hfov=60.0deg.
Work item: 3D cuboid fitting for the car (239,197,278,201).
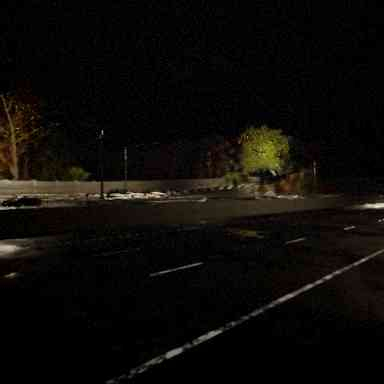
[{"bbox_3d":[8.479,1.524,42.086,1.895,1.301,4.718,0,0,43],"label":"car"}]

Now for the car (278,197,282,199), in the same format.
[{"bbox_3d":[14.638,1.516,58.787,1.895,1.301,4.718,0,0,44],"label":"car"}]

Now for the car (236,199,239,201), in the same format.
[{"bbox_3d":[7.658,1.403,46.298,1.882,1.535,5.008,0,0,44],"label":"car"}]

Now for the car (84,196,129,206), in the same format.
[{"bbox_3d":[-6.994,1.452,30.743,2.128,1.511,4.902,0,0,43],"label":"car"}]

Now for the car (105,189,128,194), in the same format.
[{"bbox_3d":[-12.484,0.489,54.600,2.150,2.045,5.566,0,1,20],"label":"car"}]

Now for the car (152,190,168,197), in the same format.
[{"bbox_3d":[-6.732,0.292,69.213,1.882,1.535,5.008,0,2,22],"label":"car"}]

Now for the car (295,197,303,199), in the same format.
[{"bbox_3d":[18.855,1.508,58.168,1.895,1.301,4.718,0,0,44],"label":"car"}]

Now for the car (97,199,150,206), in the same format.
[{"bbox_3d":[-4.850,1.504,27.917,2.033,1.411,5.357,0,0,43],"label":"car"}]

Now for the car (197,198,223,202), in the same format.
[{"bbox_3d":[2.331,1.485,45.767,2.033,1.411,5.357,0,0,43],"label":"car"}]

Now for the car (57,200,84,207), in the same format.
[{"bbox_3d":[-10.523,1.400,32.001,1.895,1.301,4.718,7,4,43],"label":"car"}]

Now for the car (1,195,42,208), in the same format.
[{"bbox_3d":[-18.928,1.053,37.119,1.994,1.385,4.181,0,0,23],"label":"car"}]
